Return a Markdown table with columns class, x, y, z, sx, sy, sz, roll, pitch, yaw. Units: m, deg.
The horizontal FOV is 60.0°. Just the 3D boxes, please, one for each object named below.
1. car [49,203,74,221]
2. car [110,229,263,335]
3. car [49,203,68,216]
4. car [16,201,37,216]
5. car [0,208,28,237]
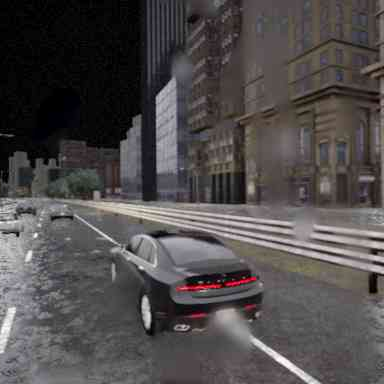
| class | x | y | z | sx | sy | sz | roll | pitch | yaw |
| --- | --- | --- | --- | --- | --- | --- | --- | --- | --- |
| car | -12.316 | 1.941 | 31.406 | 1.994 | 1.385 | 4.181 | 0 | -1 | -24 |
| car | -0.471 | 1.538 | 6.962 | 1.837 | 1.490 | 4.892 | 0 | 0 | -23 |
| car | -16.387 | 2.079 | 40.707 | 1.994 | 1.385 | 4.181 | 0 | -1 | -24 |
| car | -19.473 | 1.890 | 39.185 | 2.097 | 1.767 | 4.553 | 0 | -1 | -23 |
| car | -10.840 | 1.846 | 19.259 | 1.895 | 1.301 | 4.718 | 0 | -1 | -23 |
